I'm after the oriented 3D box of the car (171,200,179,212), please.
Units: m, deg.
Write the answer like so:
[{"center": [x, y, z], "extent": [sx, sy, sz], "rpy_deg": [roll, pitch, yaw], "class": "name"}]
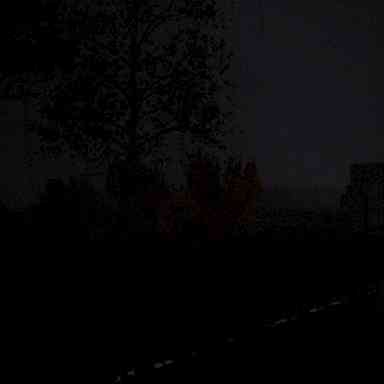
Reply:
[{"center": [-1.972, 1.875, 45.002], "extent": [2.097, 1.767, 4.553], "rpy_deg": [-1, 0, -36], "class": "car"}]
